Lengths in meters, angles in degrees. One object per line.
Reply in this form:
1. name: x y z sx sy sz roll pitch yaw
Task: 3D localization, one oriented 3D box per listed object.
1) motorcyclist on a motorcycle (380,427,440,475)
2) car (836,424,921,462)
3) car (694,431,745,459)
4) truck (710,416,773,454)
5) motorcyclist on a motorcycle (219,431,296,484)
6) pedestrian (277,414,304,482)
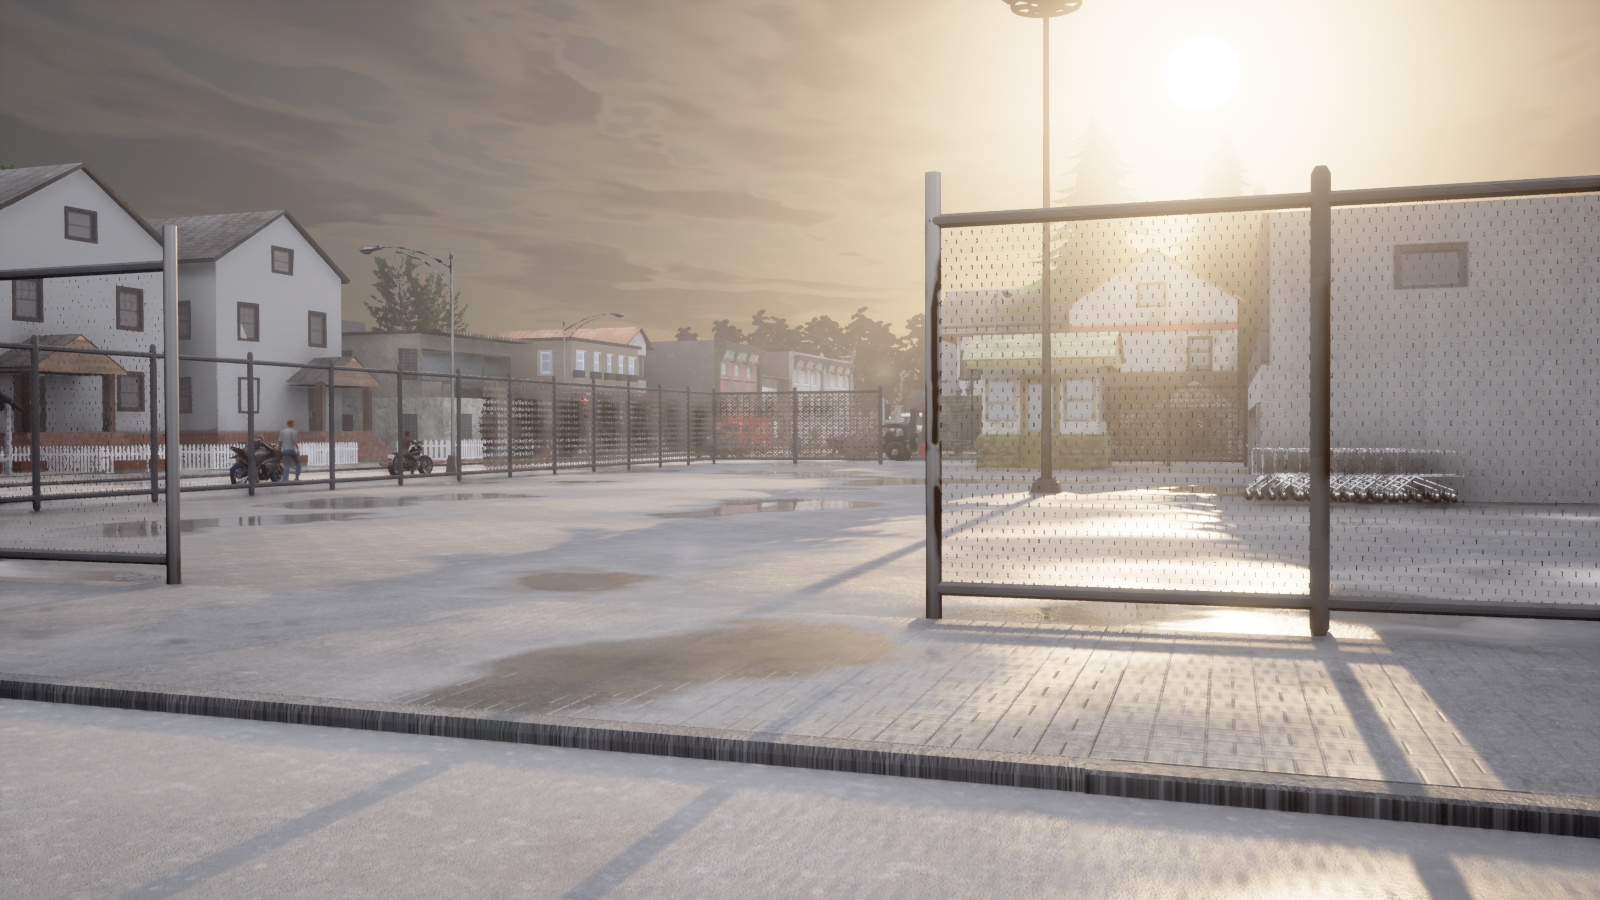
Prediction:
1. motorcyclist on a motorcycle: -13.768 0.014 44.441 0.766 1.649 2.350 1 1 20
2. car: 3.964 -0.374 63.156 3.866 1.878 1.905 1 1 19
3. car: -4.477 -0.287 69.361 1.816 1.474 4.193 0 1 -18
4. truck: -3.927 -1.049 85.792 2.627 2.467 5.204 1 1 18
5. motorcyclist on a motorcycle: -16.126 0.202 37.396 0.866 1.530 2.191 1 1 19
6. pedestrian: -13.949 -0.068 34.406 0.354 1.836 0.706 0 1 11
